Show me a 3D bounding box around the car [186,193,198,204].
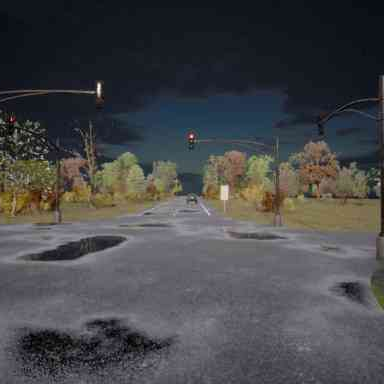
[{"bbox_3d":[-0.013,1.293,67.602,2.150,2.045,5.566,0,0,0],"label":"car"}]

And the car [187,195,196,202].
[{"bbox_3d":[-0.015,1.465,77.993,2.033,1.411,5.357,0,0,0],"label":"car"}]
